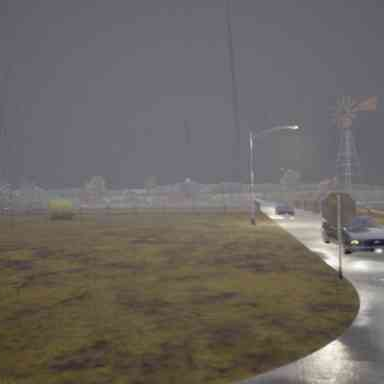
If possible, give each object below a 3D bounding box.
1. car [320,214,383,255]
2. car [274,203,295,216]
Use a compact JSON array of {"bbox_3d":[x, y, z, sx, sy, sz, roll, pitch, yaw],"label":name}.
[{"bbox_3d":[6.851,1.676,14.122,2.033,1.411,5.357,-2,-1,9],"label":"car"},{"bbox_3d":[10.621,2.010,38.522,2.033,1.411,5.357,-2,-1,9],"label":"car"}]
